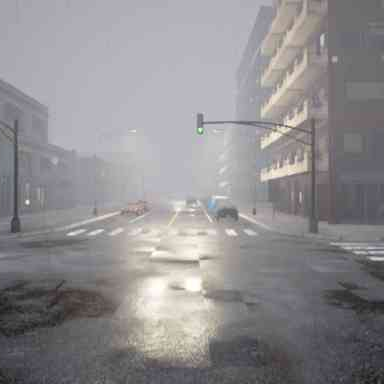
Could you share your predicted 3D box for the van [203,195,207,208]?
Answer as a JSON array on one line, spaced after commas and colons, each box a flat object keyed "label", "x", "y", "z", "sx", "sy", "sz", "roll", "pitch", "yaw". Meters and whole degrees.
[{"label": "van", "x": 2.667, "y": 1.292, "z": 43.274, "sx": 1.690, "sy": 1.788, "sz": 3.998, "roll": 1, "pitch": 0, "yaw": 0}]

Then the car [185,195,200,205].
[{"label": "car", "x": -0.049, "y": 1.421, "z": 56.015, "sx": 2.128, "sy": 1.511, "sz": 4.902, "roll": 0, "pitch": 0, "yaw": 0}]

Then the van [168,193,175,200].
[{"label": "van", "x": -5.755, "y": 1.186, "z": 93.452, "sx": 1.690, "sy": 1.788, "sz": 3.998, "roll": 1, "pitch": 0, "yaw": 0}]

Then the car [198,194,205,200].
[{"label": "car", "x": 2.621, "y": 1.395, "z": 93.502, "sx": 2.008, "sy": 1.369, "sz": 4.403, "roll": 1, "pitch": 0, "yaw": 0}]

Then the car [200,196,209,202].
[{"label": "car", "x": 2.640, "y": 1.464, "z": 71.178, "sx": 1.947, "sy": 1.339, "sz": 4.313, "roll": 1, "pitch": 0, "yaw": 0}]

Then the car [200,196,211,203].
[{"label": "car", "x": 2.645, "y": 1.476, "z": 65.597, "sx": 1.947, "sy": 1.339, "sz": 4.313, "roll": 1, "pitch": 0, "yaw": 0}]

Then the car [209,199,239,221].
[{"label": "car", "x": 2.679, "y": 1.524, "z": 26.533, "sx": 2.008, "sy": 1.369, "sz": 4.403, "roll": 1, "pitch": 0, "yaw": 0}]

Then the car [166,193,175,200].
[{"label": "car", "x": -5.754, "y": 1.425, "z": 87.872, "sx": 1.947, "sy": 1.339, "sz": 4.313, "roll": 1, "pitch": 0, "yaw": 0}]

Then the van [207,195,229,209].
[{"label": "van", "x": 2.677, "y": 1.307, "z": 32.112, "sx": 1.690, "sy": 1.788, "sz": 3.998, "roll": 1, "pitch": 0, "yaw": 0}]

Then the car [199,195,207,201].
[{"label": "car", "x": 2.631, "y": 1.417, "z": 82.340, "sx": 1.887, "sy": 1.381, "sz": 4.507, "roll": 1, "pitch": 0, "yaw": 0}]

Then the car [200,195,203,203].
[{"label": "car", "x": 2.655, "y": 1.457, "z": 54.605, "sx": 1.752, "sy": 1.417, "sz": 4.829, "roll": 1, "pitch": 0, "yaw": 0}]

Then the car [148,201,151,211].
[{"label": "car", "x": -5.711, "y": 1.503, "z": 37.650, "sx": 1.887, "sy": 1.381, "sz": 4.507, "roll": 1, "pitch": 0, "yaw": 0}]

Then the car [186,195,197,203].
[{"label": "car", "x": -0.059, "y": 1.400, "z": 66.438, "sx": 2.128, "sy": 1.511, "sz": 4.902, "roll": 0, "pitch": 0, "yaw": 0}]

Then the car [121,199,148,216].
[{"label": "car", "x": -5.707, "y": 1.548, "z": 32.069, "sx": 1.802, "sy": 1.307, "sz": 4.206, "roll": 1, "pitch": 0, "yaw": 0}]
